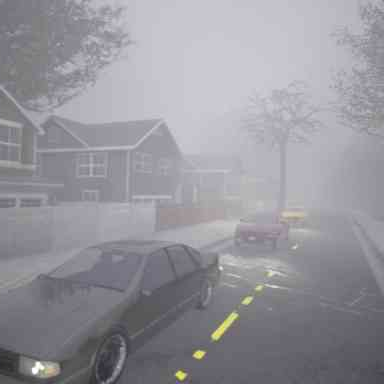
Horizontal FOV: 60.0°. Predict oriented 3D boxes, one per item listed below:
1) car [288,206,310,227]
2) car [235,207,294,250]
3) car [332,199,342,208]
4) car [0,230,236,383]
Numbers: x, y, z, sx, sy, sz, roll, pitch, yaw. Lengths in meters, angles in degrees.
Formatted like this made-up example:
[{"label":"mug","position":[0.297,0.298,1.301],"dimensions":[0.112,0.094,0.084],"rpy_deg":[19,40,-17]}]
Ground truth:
[{"label":"car","position":[8.493,1.893,27.266],"dimensions":[1.882,1.535,5.008],"rpy_deg":[1,-1,24]},{"label":"car","position":[3.479,1.683,15.936],"dimensions":[1.882,1.535,5.008],"rpy_deg":[1,-1,24]},{"label":"car","position":[35.918,2.778,82.335],"dimensions":[2.150,2.045,5.566],"rpy_deg":[1,-1,24]},{"label":"car","position":[-1.055,1.564,5.683],"dimensions":[2.033,1.411,5.357],"rpy_deg":[1,0,24]}]
